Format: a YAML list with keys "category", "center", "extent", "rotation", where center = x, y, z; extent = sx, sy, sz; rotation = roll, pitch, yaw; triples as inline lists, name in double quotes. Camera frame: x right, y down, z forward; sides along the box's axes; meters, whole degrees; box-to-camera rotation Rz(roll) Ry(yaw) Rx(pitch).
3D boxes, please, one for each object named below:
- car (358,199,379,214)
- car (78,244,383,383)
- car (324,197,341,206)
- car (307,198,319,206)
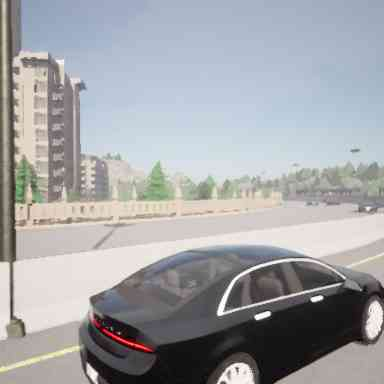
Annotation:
- category: "car"
  center: [19.842, 1.586, 37.356]
  extent: [2.128, 1.511, 4.902]
  rotation: [0, 0, 29]
- category: "car"
  center: [0.959, 1.512, 4.709]
  extent: [4.892, 1.490, 1.837]
  rotation: [0, 0, -37]
- category: "car"
  center: [25.619, 1.720, 60.242]
  extent: [1.882, 1.535, 5.008]
  rotation: [0, 0, 16]
- category: "car"
  center: [22.138, 1.770, 60.834]
  extent: [2.128, 1.511, 4.902]
  rotation: [0, 0, 16]
